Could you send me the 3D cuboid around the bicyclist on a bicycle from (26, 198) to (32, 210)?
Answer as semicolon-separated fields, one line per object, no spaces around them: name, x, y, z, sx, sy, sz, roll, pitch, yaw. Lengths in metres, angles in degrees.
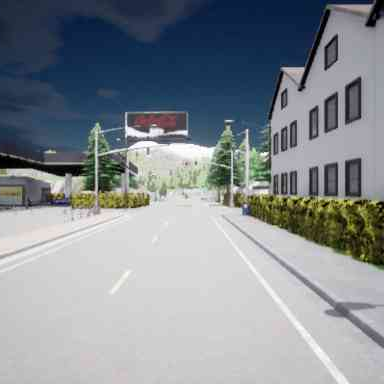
bicyclist on a bicycle;-21.760;1.625;44.439;0.582;1.620;1.656;0;0;0

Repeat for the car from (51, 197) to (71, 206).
car;-22.171;1.641;58.170;4.611;1.667;2.242;0;0;0
